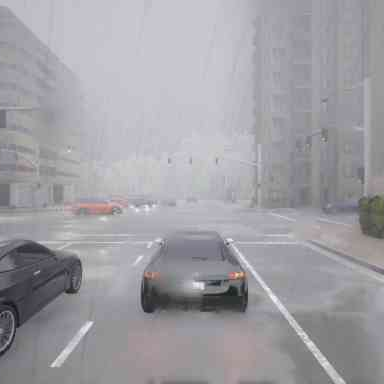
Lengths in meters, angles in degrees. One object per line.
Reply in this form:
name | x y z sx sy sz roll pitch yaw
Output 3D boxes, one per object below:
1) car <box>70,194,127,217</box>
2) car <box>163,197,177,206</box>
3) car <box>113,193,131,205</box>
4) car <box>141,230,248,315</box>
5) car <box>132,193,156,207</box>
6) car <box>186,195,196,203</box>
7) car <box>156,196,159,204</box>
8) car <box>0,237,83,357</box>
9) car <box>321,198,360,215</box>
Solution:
car | -8.854 1.352 31.130 4.553 1.767 2.097 0 0 -35
car | -3.572 1.564 53.804 1.994 1.385 4.181 0 0 1
car | -10.698 1.221 47.506 2.150 2.045 5.566 0 0 0
car | 0.049 1.564 7.650 1.994 1.385 4.181 0 0 0
car | -7.203 1.221 50.638 2.150 2.045 5.566 0 0 0
car | -0.150 1.355 72.566 2.097 1.767 4.553 0 0 0
car | -7.193 1.491 60.662 2.128 1.511 4.902 0 0 0
car | -3.460 1.526 5.848 1.812 1.442 4.674 0 0 0
car | 15.514 1.352 33.689 4.553 1.767 2.097 0 0 1
